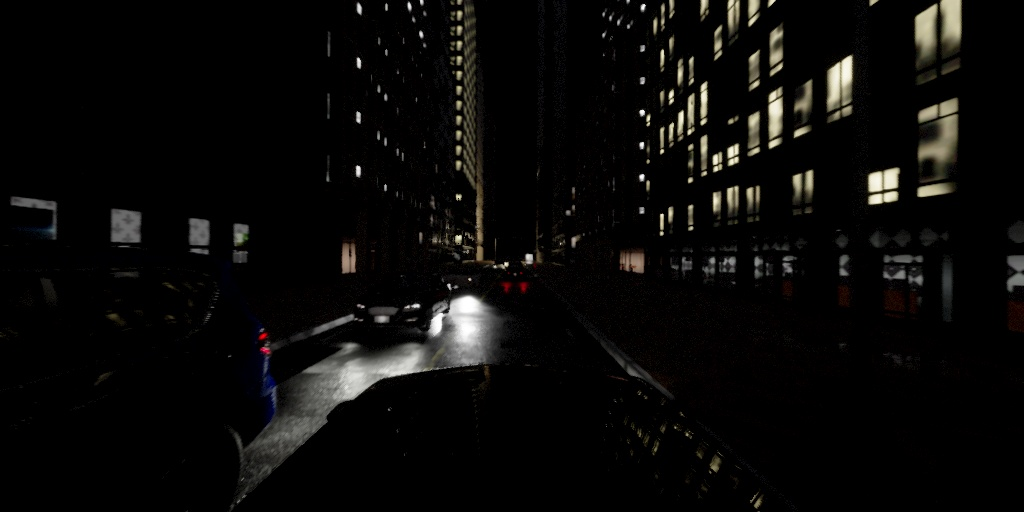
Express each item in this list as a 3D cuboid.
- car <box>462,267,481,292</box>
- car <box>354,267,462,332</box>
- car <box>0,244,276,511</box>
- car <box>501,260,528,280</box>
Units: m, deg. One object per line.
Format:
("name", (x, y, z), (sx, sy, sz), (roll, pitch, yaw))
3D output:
("car", (-2.942, 1.320, 21.183), (1.895, 1.301, 4.718), (0, 0, 0))
("car", (-3.039, 1.217, 10.870), (2.128, 1.511, 4.902), (0, 0, 0))
("car", (-3.122, 0.954, 0.788), (2.150, 2.045, 5.566), (0, 0, 0))
("car", (0.282, 1.258, 30.634), (1.812, 1.442, 4.674), (0, 0, 1))
